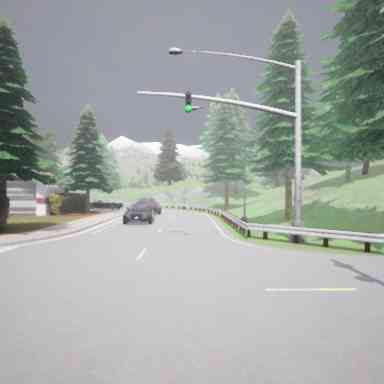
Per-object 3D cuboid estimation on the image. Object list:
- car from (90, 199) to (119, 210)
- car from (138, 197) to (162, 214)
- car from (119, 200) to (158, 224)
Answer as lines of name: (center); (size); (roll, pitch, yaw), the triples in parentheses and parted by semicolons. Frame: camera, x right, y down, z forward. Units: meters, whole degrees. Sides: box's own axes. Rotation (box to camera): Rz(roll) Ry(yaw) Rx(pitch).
car: (-11.092, 1.589, 41.967); (4.718, 1.301, 1.895); (0, 0, 15)
car: (-4.572, 1.336, 34.183); (2.097, 1.767, 4.553); (0, 0, -19)
car: (-3.807, 1.553, 24.387); (1.994, 1.385, 4.181); (0, 0, -2)
